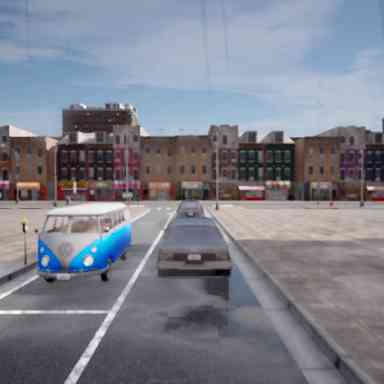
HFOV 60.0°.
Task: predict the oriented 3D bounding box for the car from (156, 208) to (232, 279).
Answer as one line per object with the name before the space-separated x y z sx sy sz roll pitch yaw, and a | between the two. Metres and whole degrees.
car | 0.019 1.434 9.730 2.033 1.411 5.357 0 1 -1

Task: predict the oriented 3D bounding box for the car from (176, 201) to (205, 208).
car | -0.100 1.299 21.715 2.033 1.411 5.357 0 1 -1

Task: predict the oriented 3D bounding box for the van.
van | -2.725 1.234 9.085 1.690 1.788 3.998 -1 1 -1
